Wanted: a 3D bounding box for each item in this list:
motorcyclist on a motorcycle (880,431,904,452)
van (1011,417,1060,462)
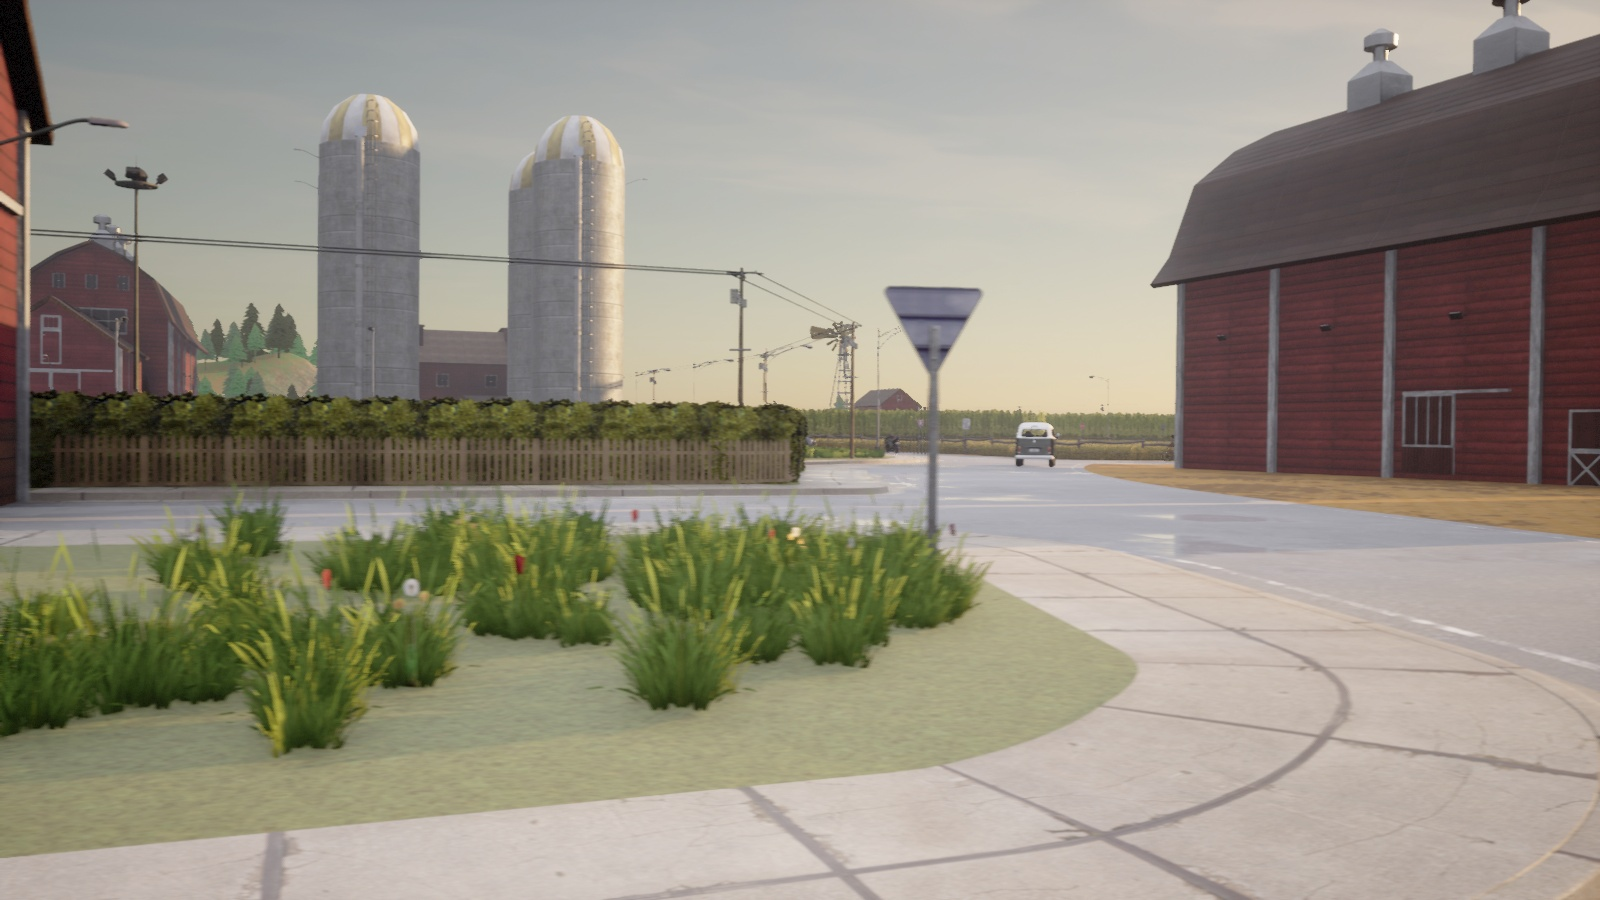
[{"bbox_3d":[6.786,-0.627,92.775,0.866,1.530,2.191,-1,1,-21],"label":"motorcyclist on a motorcycle"},{"bbox_3d":[11.135,-0.493,59.063,2.069,2.038,4.480,0,1,13],"label":"van"}]
